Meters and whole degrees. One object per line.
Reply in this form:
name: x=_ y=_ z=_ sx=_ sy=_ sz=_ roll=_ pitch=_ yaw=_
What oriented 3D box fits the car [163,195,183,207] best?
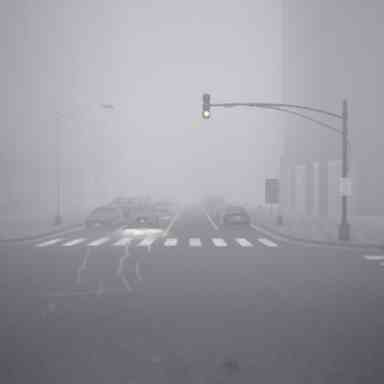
car: x=-3.023 y=1.629 z=52.851 sx=2.033 sy=1.411 sz=5.357 roll=0 pitch=0 yaw=1

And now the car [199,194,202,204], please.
car: x=2.749 y=1.406 z=56.282 sx=2.192 sy=1.841 sz=5.009 roll=-1 pitch=0 yaw=0

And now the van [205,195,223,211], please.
van: x=2.763 y=1.397 z=39.268 sx=1.690 sy=1.788 sz=3.998 roll=-1 pitch=0 yaw=0

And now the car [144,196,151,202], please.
car: x=-5.762 y=1.368 z=39.258 sx=2.192 sy=1.841 sz=5.009 roll=-1 pitch=0 yaw=0

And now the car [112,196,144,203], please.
car: x=-5.754 y=1.350 z=27.917 sx=2.192 sy=1.841 sz=5.009 roll=-1 pitch=0 yaw=0

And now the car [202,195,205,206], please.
car: x=2.760 y=1.507 z=44.939 sx=1.967 sy=1.590 sz=4.097 roll=-1 pitch=0 yaw=0

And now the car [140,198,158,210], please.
car: x=-5.764 y=1.589 z=44.759 sx=1.752 sy=1.417 sz=4.829 roll=-1 pitch=0 yaw=0

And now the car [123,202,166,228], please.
car: x=-3.068 y=1.592 z=22.486 sx=1.994 sy=1.385 sz=4.181 roll=0 pitch=0 yaw=0

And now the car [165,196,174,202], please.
car: x=-5.793 y=1.734 z=84.624 sx=1.947 sy=1.339 sz=4.313 roll=-1 pitch=0 yaw=0

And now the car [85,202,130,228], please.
car: x=-5.746 y=1.593 z=22.245 sx=1.947 sy=1.339 sz=4.313 roll=-1 pitch=0 yaw=0

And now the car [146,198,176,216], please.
car: x=-3.077 y=1.592 z=33.852 sx=2.033 sy=1.411 sz=5.357 roll=0 pitch=0 yaw=0

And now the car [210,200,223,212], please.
car: x=2.775 y=1.620 z=27.924 sx=1.802 sy=1.307 sz=4.206 roll=-1 pitch=0 yaw=0

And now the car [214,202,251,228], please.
car: x=2.779 y=1.596 z=22.253 sx=1.947 sy=1.339 sz=4.313 roll=-1 pitch=0 yaw=0

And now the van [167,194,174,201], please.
van: x=-5.801 y=1.527 z=90.295 sx=1.690 sy=1.788 sz=3.998 roll=-1 pitch=0 yaw=0
